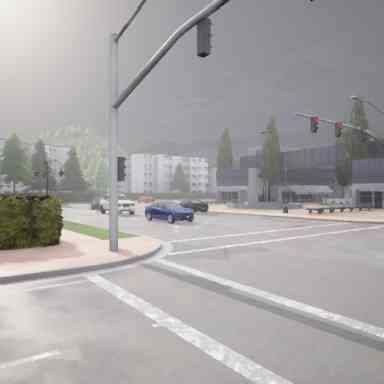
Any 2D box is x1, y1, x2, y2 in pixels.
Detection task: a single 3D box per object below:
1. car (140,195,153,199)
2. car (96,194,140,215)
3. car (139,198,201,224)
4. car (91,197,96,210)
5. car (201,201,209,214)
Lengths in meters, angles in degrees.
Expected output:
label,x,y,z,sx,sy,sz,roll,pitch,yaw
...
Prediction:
label,x,y,z,sx,sy,sz,roll,pitch,yaw
car,-9.288,1.352,68.133,2.097,1.767,4.553,0,0,15
car,-7.601,1.221,33.554,2.150,2.045,5.566,0,0,-32
car,-1.792,1.478,25.376,1.882,1.535,5.008,0,0,-37
car,-11.915,1.352,42.940,2.097,1.767,4.553,0,0,-17
car,-0.244,1.477,35.264,1.882,1.535,5.008,0,0,-35
